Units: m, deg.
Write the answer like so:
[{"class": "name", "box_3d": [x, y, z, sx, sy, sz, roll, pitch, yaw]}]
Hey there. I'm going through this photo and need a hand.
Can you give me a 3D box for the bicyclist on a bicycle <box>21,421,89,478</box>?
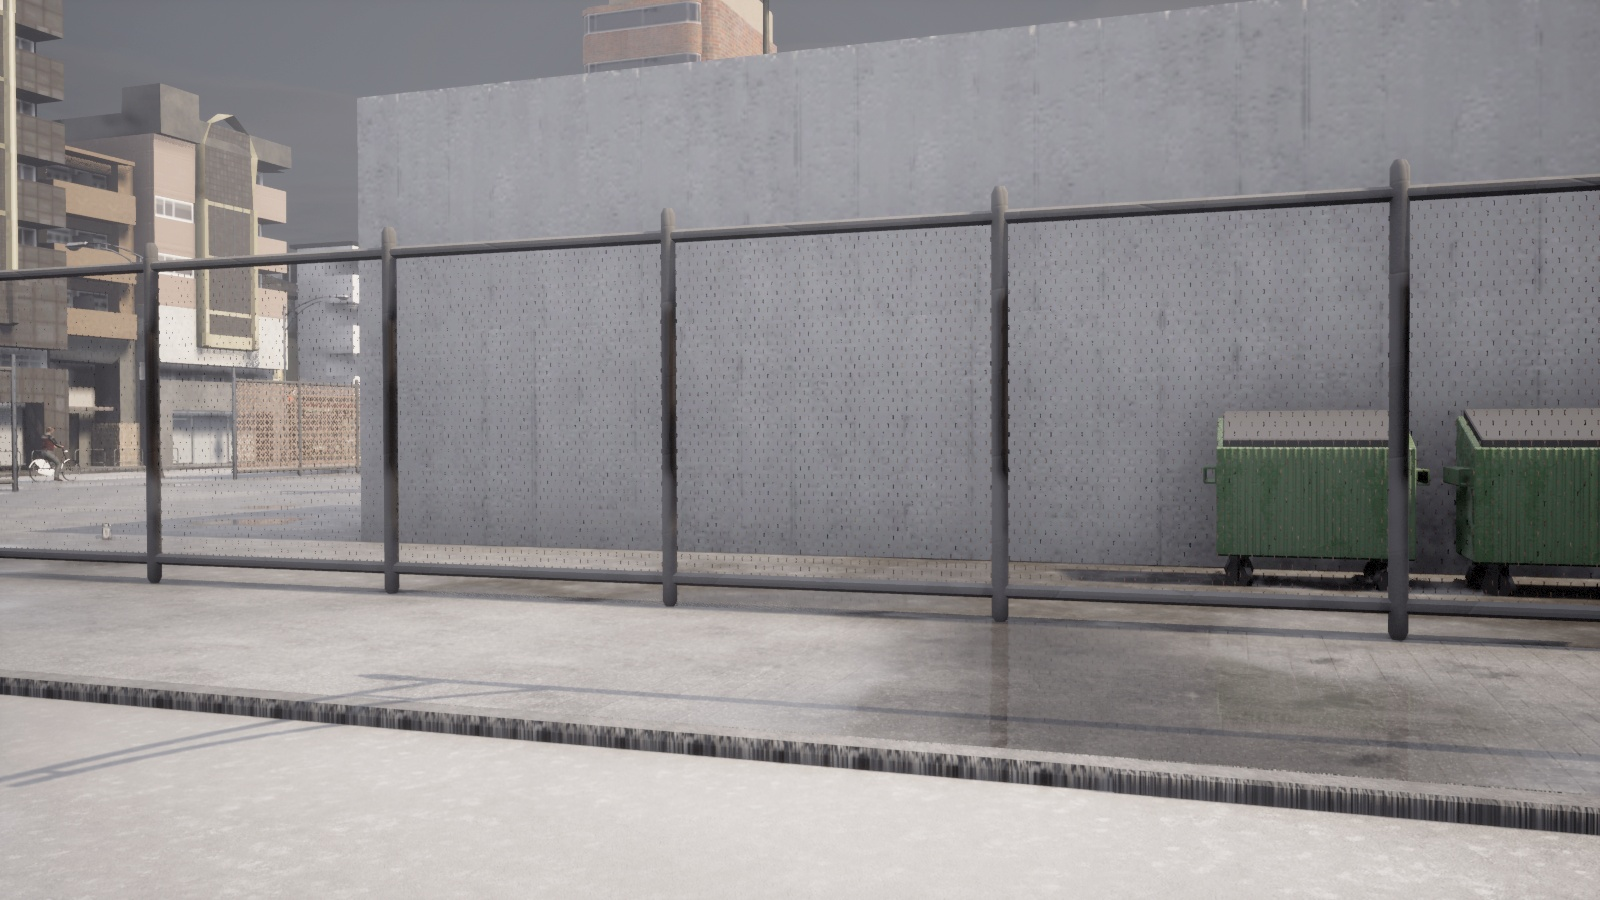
[{"class": "bicyclist on a bicycle", "box_3d": [-23.671, -0.031, 39.939, 0.659, 1.776, 1.843, 1, 1, 19]}]
